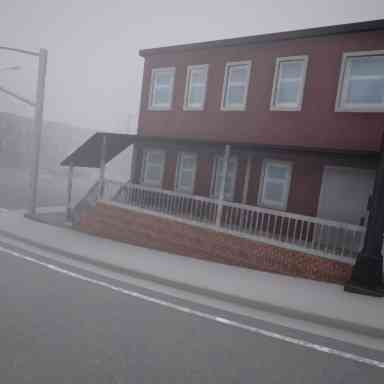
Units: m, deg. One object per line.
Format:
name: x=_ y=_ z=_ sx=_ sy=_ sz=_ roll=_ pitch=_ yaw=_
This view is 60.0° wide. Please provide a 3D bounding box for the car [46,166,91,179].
car: x=-14.953 y=-2.468 z=40.693 sx=2.033 sy=1.411 sz=5.357 roll=11 pitch=6 yaw=36
